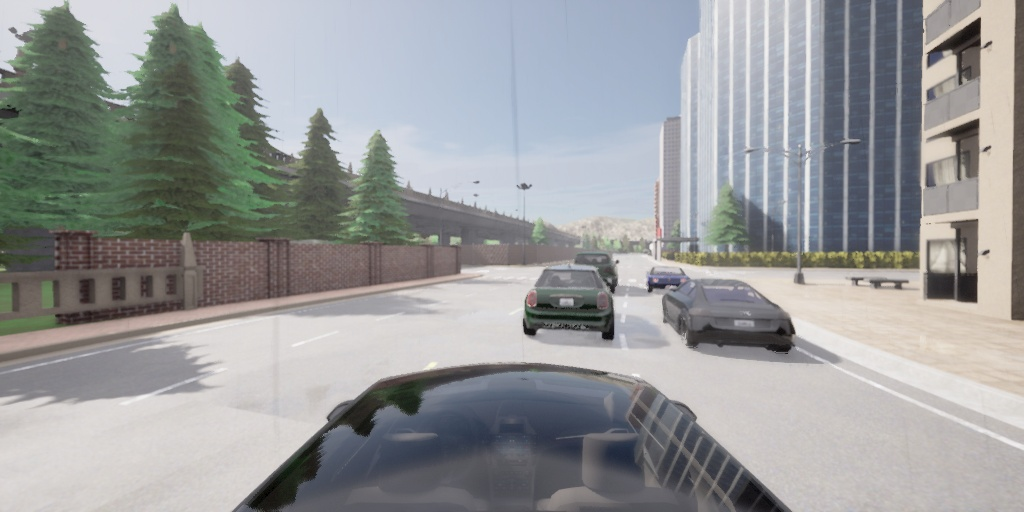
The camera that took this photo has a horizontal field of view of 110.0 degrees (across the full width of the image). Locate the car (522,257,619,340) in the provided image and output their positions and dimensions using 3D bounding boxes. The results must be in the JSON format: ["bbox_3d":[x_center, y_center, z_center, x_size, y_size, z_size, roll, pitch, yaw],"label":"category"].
[{"bbox_3d":[1.706,1.017,10.001,2.097,1.767,4.553,0,1,14],"label":"car"}]

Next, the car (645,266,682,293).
[{"bbox_3d":[8.054,1.166,18.881,1.895,1.301,4.718,0,1,18],"label":"car"}]

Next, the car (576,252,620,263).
[{"bbox_3d":[4.540,0.787,19.402,2.150,2.045,5.566,0,1,18],"label":"car"}]

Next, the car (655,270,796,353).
[{"bbox_3d":[4.933,1.236,8.770,1.994,1.385,4.181,0,1,15],"label":"car"}]
